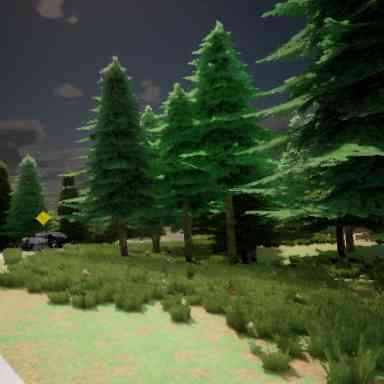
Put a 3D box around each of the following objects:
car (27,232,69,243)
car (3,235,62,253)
[{"bbox_3d":[-11.541,4.074,27.649,2.128,1.511,4.902,-4,-9,6],"label":"car"},{"bbox_3d":[-14.525,4.742,30.759,2.033,1.411,5.357,-5,-8,12],"label":"car"}]
